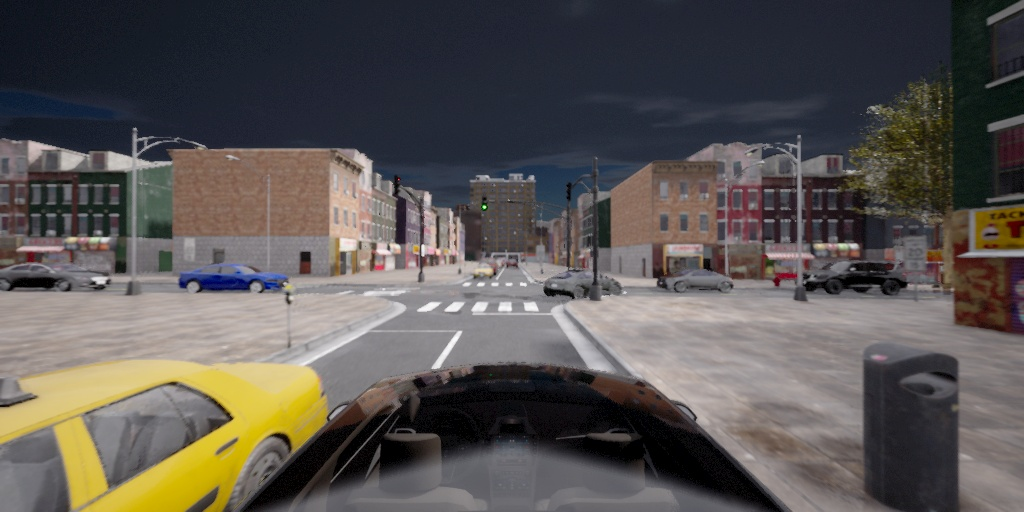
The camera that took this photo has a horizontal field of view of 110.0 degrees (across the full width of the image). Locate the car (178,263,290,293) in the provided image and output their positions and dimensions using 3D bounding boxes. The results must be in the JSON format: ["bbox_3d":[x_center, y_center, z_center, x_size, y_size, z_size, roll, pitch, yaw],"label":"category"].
[{"bbox_3d":[-14.381,1.150,18.739,5.008,1.535,1.882,0,0,-1],"label":"car"}]

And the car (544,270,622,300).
[{"bbox_3d":[3.610,1.369,17.945,4.181,1.385,1.994,1,-1,-37],"label":"car"}]

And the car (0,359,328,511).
[{"bbox_3d":[-2.637,1.276,1.478,1.751,1.417,4.829,0,0,0],"label":"car"}]

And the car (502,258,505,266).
[{"bbox_3d":[-2.624,1.413,60.653,1.751,1.417,4.829,0,0,0],"label":"car"}]

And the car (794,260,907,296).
[{"bbox_3d":[20.550,1.275,21.859,5.566,2.045,2.150,1,0,0],"label":"car"}]

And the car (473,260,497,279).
[{"bbox_3d":[-2.630,1.332,33.435,1.751,1.417,4.829,0,0,0],"label":"car"}]

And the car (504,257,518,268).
[{"bbox_3d":[0.016,1.252,64.200,2.097,1.767,4.553,0,0,0],"label":"car"}]

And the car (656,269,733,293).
[{"bbox_3d":[11.035,1.481,21.817,4.181,1.385,1.994,1,0,-1],"label":"car"}]

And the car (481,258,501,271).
[{"bbox_3d":[-2.629,1.135,39.048,2.192,1.841,5.009,0,0,0],"label":"car"}]

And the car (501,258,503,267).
[{"bbox_3d":[-2.627,1.402,49.936,2.007,1.370,4.403,0,0,0],"label":"car"}]

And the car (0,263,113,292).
[{"bbox_3d":[-23.879,1.097,18.696,4.902,1.511,2.128,0,0,0],"label":"car"}]
